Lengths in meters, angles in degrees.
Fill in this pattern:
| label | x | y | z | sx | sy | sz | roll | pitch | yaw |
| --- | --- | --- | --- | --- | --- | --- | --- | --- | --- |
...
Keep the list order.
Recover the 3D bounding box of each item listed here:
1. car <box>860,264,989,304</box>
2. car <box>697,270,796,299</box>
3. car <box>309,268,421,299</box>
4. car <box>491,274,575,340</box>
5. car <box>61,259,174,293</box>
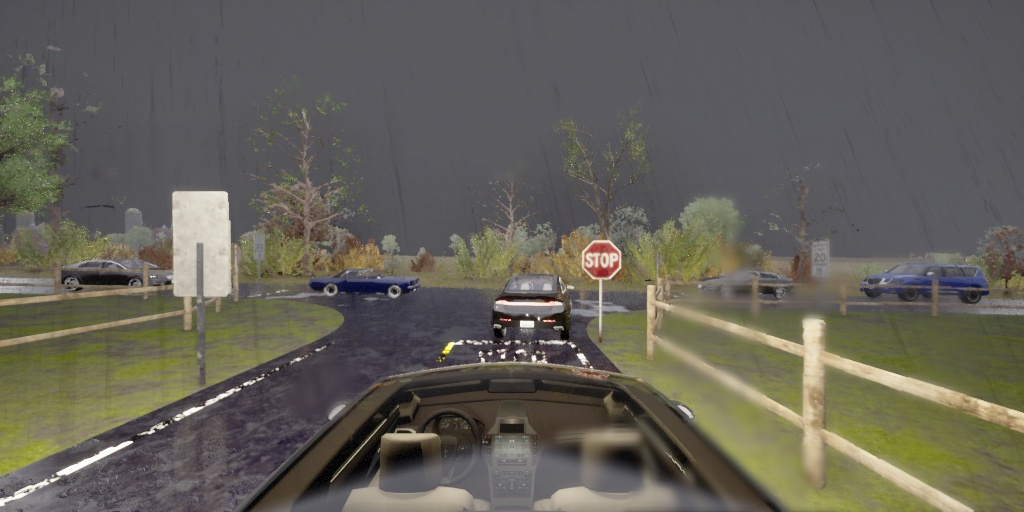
| label | x | y | z | sx | sy | sz | roll | pitch | yaw |
| --- | --- | --- | --- | --- | --- | --- | --- | --- | --- |
| car | 22.894 | 1.470 | 19.998 | 5.566 | 2.045 | 2.150 | 1 | 1 | 0 |
| car | 12.999 | 1.528 | 20.006 | 4.902 | 1.511 | 2.128 | 1 | 1 | 0 |
| car | -6.826 | 1.251 | 17.074 | 4.718 | 1.301 | 1.895 | 1 | 1 | 0 |
| car | 0.704 | 1.241 | 10.044 | 2.128 | 1.511 | 4.902 | 0 | 0 | 9 |
| car | -18.494 | 0.888 | 17.087 | 4.902 | 1.511 | 2.128 | 1 | 1 | 0 |
